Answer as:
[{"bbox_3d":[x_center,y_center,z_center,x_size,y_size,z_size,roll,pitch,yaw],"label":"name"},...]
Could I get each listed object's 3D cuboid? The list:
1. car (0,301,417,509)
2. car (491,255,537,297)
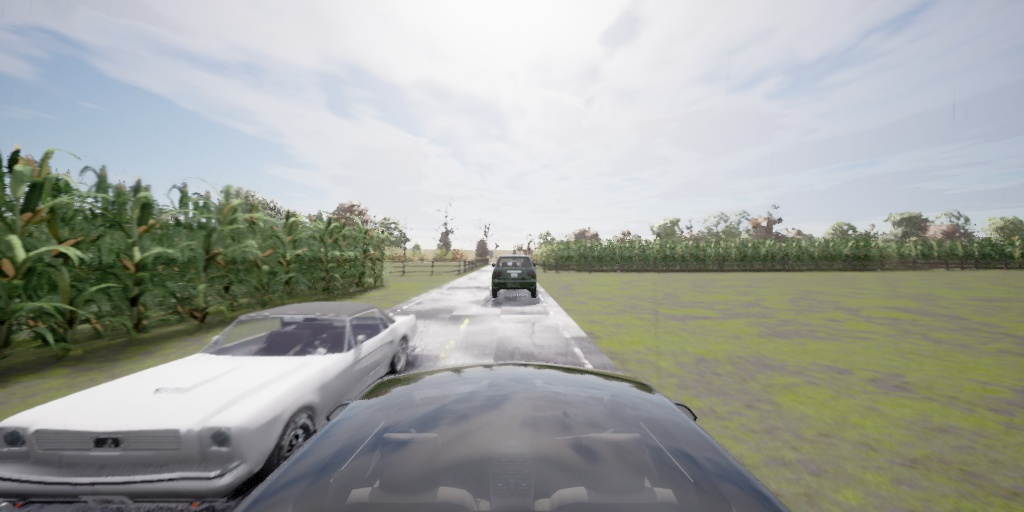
[{"bbox_3d":[-2.749,1.348,4.638,1.895,1.301,4.718,0,0,0],"label":"car"},{"bbox_3d":[0.104,0.951,18.701,2.150,2.045,5.566,0,0,0],"label":"car"}]
